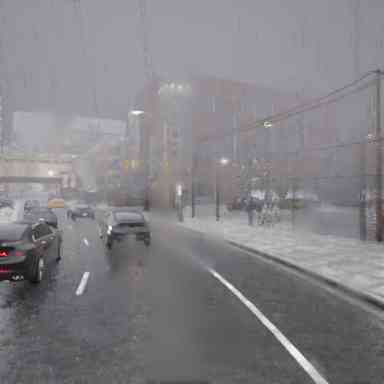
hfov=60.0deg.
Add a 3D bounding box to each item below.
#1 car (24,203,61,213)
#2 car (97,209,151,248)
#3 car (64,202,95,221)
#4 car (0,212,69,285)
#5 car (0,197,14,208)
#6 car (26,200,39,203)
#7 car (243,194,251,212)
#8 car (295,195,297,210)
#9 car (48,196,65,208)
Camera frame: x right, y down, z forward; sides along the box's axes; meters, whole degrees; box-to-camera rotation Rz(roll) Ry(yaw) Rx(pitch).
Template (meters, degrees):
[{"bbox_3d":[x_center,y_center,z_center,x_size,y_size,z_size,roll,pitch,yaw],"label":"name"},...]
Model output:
[{"bbox_3d":[-10.099,1.685,22.180,1.994,1.385,4.181,0,0,-26],"label":"car"},{"bbox_3d":[-3.216,1.577,15.443,1.837,1.490,4.892,0,0,-21],"label":"car"},{"bbox_3d":[-9.740,1.672,29.107,1.812,1.442,4.674,0,0,-27],"label":"car"},{"bbox_3d":[-4.950,1.559,9.484,1.837,1.490,4.892,0,0,-12],"label":"car"},{"bbox_3d":[-31.214,1.924,55.715,1.895,1.301,4.718,0,0,-27],"label":"car"},{"bbox_3d":[-20.555,1.784,42.834,2.033,1.411,5.357,0,0,-27],"label":"car"},{"bbox_3d":[5.985,1.385,39.088,2.185,1.767,4.553,0,0,-28],"label":"car"},{"bbox_3d":[12.709,1.528,42.626,1.816,1.474,4.193,0,0,-28],"label":"car"},{"bbox_3d":[-19.865,1.736,49.154,1.882,1.535,5.008,0,0,-27],"label":"car"}]
